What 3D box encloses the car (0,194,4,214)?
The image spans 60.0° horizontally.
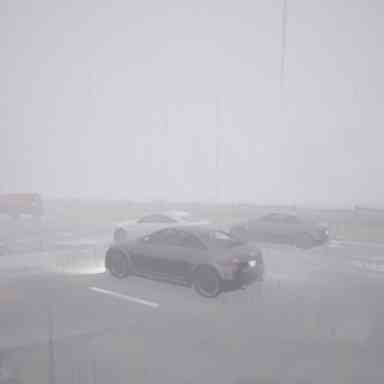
[{"bbox_3d":[-16.405,1.079,24.308,5.566,2.045,2.150,0,0,36],"label":"car"}]

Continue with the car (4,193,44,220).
[{"bbox_3d":[-14.366,1.079,27.153,5.566,2.045,2.150,0,0,36],"label":"car"}]

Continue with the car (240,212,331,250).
[{"bbox_3d":[3.691,1.536,14.262,4.181,1.385,1.994,0,0,36],"label":"car"}]

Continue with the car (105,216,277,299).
[{"bbox_3d":[-0.287,1.537,8.499,4.181,1.385,1.994,0,0,36],"label":"car"}]

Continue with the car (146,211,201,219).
[{"bbox_3d":[-1.136,1.480,13.389,4.674,1.442,1.812,0,0,35],"label":"car"}]
